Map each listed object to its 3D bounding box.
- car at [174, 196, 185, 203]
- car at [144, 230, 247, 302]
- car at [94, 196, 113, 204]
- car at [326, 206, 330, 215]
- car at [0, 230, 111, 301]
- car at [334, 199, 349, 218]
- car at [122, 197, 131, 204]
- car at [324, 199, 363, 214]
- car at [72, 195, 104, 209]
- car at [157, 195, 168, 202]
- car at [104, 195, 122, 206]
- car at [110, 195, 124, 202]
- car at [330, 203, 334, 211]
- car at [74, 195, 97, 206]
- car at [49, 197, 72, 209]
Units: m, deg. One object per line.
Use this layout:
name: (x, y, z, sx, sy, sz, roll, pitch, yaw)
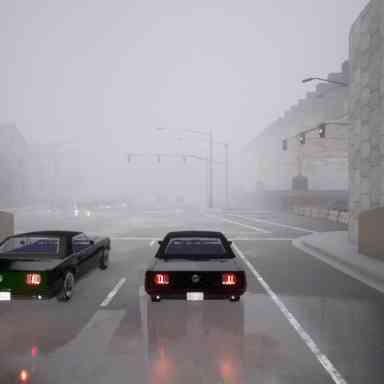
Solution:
car: (-2.643, 1.564, 69.309, 1.994, 1.385, 4.181, 0, 0, 1)
car: (0.077, 1.601, 8.238, 1.895, 1.301, 4.718, 0, 0, 0)
car: (-16.833, 1.548, 63.525, 2.033, 1.411, 5.357, 0, 0, 2)
car: (14.050, 1.453, 30.763, 4.974, 1.542, 2.038, 0, 0, -45)
car: (-3.423, 1.601, 8.247, 1.895, 1.301, 4.718, 0, 0, 0)
car: (13.973, 1.295, 26.113, 1.853, 1.218, 4.536, 0, 0, -35)
car: (-13.292, 1.601, 64.834, 1.895, 1.301, 4.718, 0, 0, 2)
car: (14.086, 1.295, 30.799, 4.536, 1.218, 1.853, 0, 0, -45)
car: (-13.864, 1.478, 44.707, 1.882, 1.535, 5.008, 0, 0, 2)
car: (-6.142, 1.367, 69.397, 1.994, 1.385, 4.181, 0, 0, 1)
car: (-13.607, 1.547, 54.530, 2.033, 1.411, 5.357, 0, 0, 2)
car: (-16.535, 1.478, 73.733, 1.882, 1.535, 5.008, 0, 0, 1)
car: (13.943, 1.453, 26.156, 2.038, 1.542, 4.974, 0, 0, -35)
car: (-17.131, 1.352, 53.705, 2.097, 1.767, 4.553, 0, 0, 2)
car: (-17.370, 1.491, 44.504, 2.128, 1.511, 4.902, 0, 0, 2)
